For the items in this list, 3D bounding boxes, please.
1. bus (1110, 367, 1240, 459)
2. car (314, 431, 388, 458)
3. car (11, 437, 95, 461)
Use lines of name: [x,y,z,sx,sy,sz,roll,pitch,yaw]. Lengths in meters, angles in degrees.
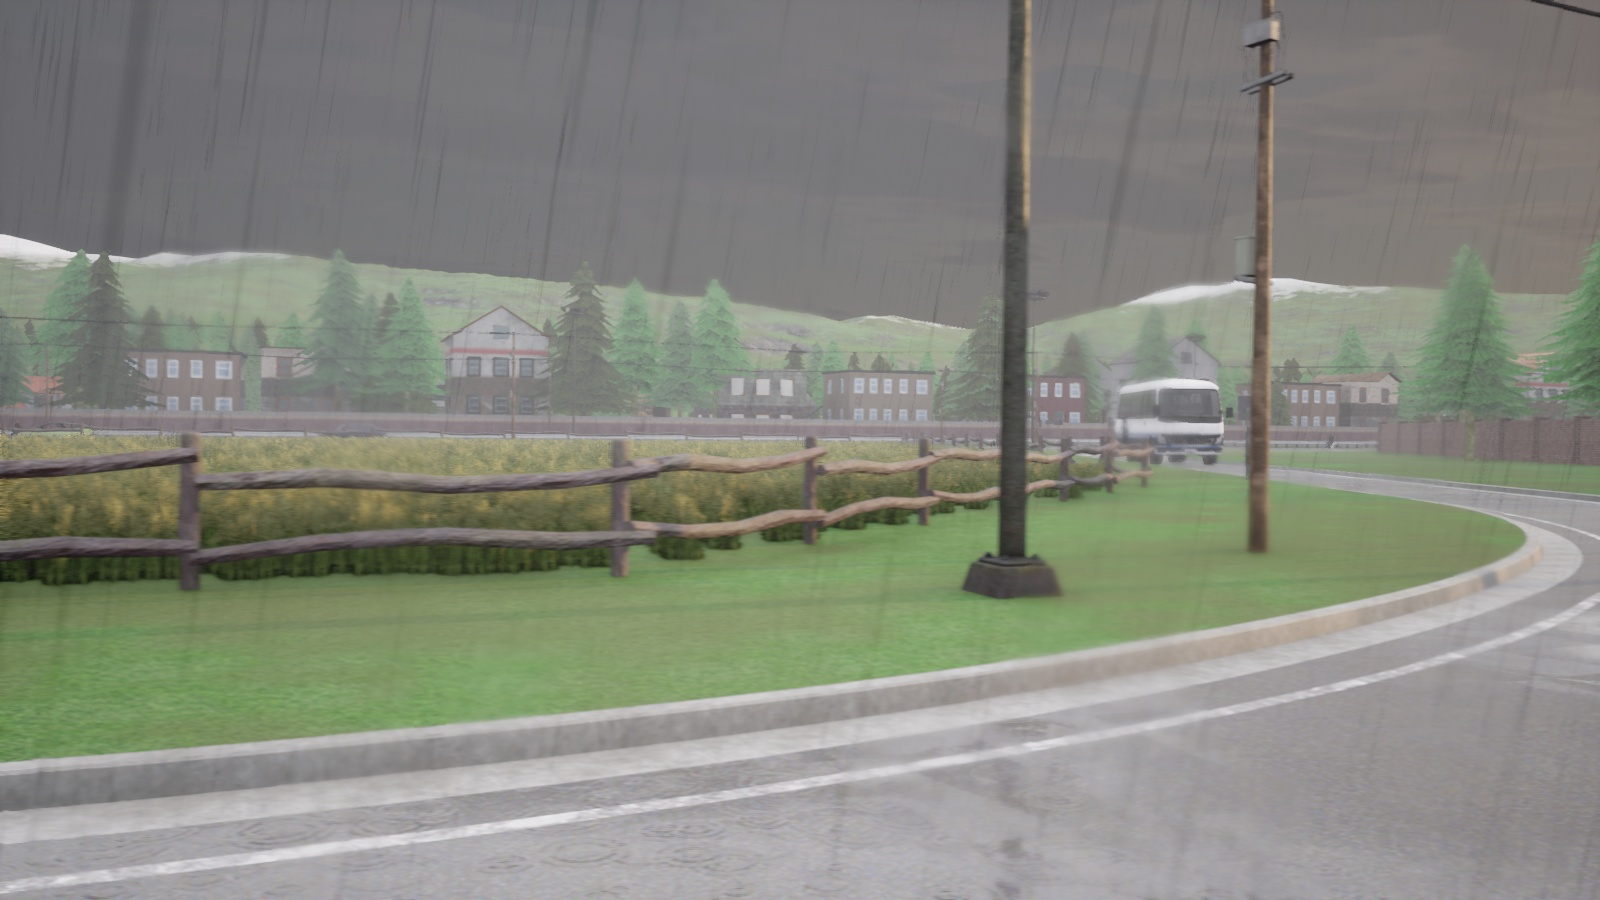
bus: [18.837,-1.824,64.016,3.944,4.253,10.273,-1,1,3]
car: [-29.966,-0.383,83.787,4.553,1.767,2.097,-1,1,-21]
car: [-49.828,-0.080,83.825,4.514,1.525,2.007,-1,1,-21]
